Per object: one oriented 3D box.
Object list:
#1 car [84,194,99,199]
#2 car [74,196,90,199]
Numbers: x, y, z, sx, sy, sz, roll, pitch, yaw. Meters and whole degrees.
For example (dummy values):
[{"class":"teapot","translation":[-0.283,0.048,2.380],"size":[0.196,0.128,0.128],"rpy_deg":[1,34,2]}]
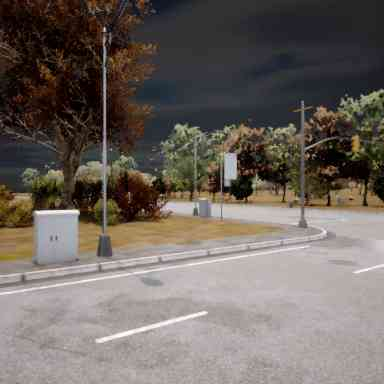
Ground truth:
[{"class":"car","translation":[-26.540,1.206,87.879],"size":[4.181,1.385,1.994],"rpy_deg":[1,0,41]},{"class":"car","translation":[-28.792,1.202,85.190],"size":[4.181,1.385,1.994],"rpy_deg":[1,0,41]}]
